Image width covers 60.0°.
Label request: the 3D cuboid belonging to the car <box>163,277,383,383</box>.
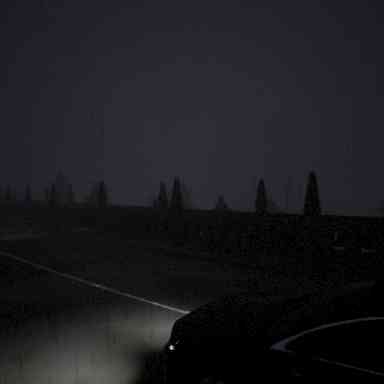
[{"bbox_3d":[1.939,1.516,2.756,4.892,1.490,1.837,0,0,36],"label":"car"}]
